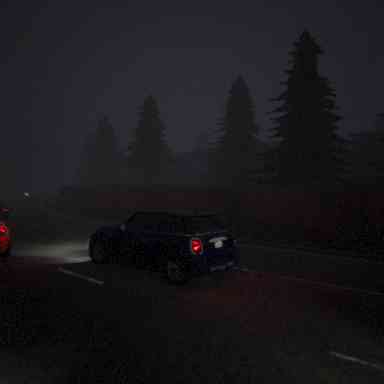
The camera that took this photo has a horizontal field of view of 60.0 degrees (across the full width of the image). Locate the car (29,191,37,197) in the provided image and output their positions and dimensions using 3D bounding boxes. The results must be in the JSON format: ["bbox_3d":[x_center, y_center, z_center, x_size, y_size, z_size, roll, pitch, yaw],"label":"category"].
[{"bbox_3d":[-40.201,0.394,82.261,1.882,1.535,5.008,1,0,3],"label":"car"}]

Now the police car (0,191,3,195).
[{"bbox_3d":[-39.852,0.451,67.056,1.930,1.638,5.238,1,0,-6],"label":"police car"}]

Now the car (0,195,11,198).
[{"bbox_3d":[-14.205,1.204,23.436,2.033,1.411,5.357,0,1,-37],"label":"car"}]

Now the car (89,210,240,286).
[{"bbox_3d":[-0.967,1.276,9.516,4.553,1.767,2.097,1,0,40],"label":"car"}]

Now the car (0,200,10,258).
[{"bbox_3d":[-7.836,1.176,11.070,4.553,1.767,2.097,1,1,44],"label":"car"}]

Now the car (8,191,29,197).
[{"bbox_3d":[-40.350,0.431,76.513,1.882,1.535,5.008,1,0,0],"label":"car"}]
